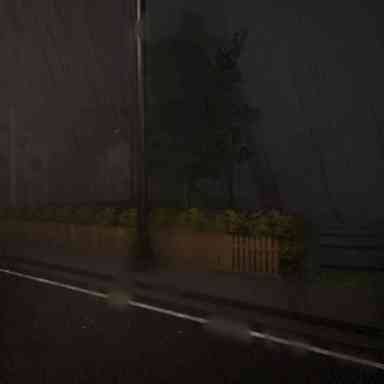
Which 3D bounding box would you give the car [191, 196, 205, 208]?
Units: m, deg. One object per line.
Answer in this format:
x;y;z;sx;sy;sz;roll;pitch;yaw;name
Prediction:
0.372;1.682;58.248;2.150;2.045;5.566;-1;-1;35;car
